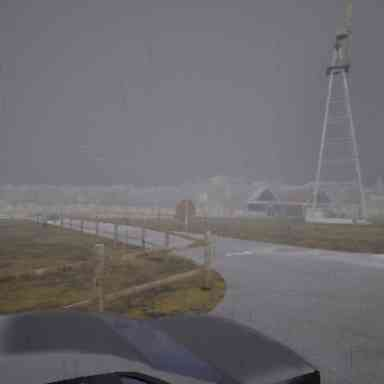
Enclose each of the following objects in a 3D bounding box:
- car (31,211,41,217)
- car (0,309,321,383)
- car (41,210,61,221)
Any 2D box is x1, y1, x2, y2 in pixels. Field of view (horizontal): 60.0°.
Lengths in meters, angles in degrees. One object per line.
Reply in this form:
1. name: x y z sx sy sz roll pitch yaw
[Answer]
1. car: -36.483 5.271 78.882 1.812 1.442 4.674 1 -4 -32
2. car: -1.495 1.564 1.776 5.357 1.411 2.033 1 -1 -33
3. car: -20.134 3.394 48.087 1.837 1.490 4.892 1 -3 -32
